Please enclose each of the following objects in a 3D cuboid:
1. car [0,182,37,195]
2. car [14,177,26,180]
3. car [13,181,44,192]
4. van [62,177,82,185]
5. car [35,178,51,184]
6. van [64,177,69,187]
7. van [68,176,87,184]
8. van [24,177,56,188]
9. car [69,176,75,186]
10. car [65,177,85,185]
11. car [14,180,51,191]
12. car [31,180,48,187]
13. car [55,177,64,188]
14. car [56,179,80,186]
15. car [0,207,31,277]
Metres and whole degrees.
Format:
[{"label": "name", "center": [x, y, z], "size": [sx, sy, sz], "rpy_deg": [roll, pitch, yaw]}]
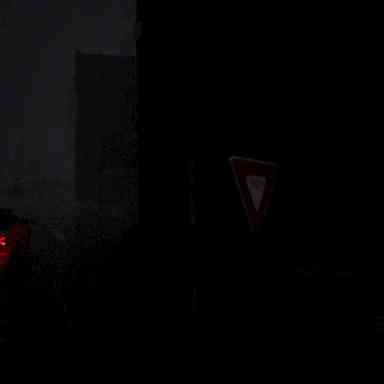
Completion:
[{"label": "car", "center": [-26.385, -0.332, 50.110], "size": [4.892, 1.521, 2.231], "rpy_deg": [-1, 4, -25]}, {"label": "car", "center": [-36.644, -2.158, 72.004], "size": [2.150, 2.045, 5.566], "rpy_deg": [0, 4, -5]}, {"label": "car", "center": [-26.648, -0.501, 53.136], "size": [4.674, 1.452, 2.002], "rpy_deg": [-1, 5, -25]}, {"label": "van", "center": [-29.002, -2.640, 80.409], "size": [4.442, 1.987, 1.878], "rpy_deg": [-1, 4, -25]}, {"label": "car", "center": [-37.769, -2.820, 84.479], "size": [2.128, 1.511, 4.902], "rpy_deg": [0, 4, -5]}, {"label": "van", "center": [-28.116, -1.804, 68.197], "size": [4.442, 1.987, 1.878], "rpy_deg": [-1, 5, -25]}, {"label": "van", "center": [-29.756, -3.051, 86.355], "size": [4.442, 1.987, 1.878], "rpy_deg": [-1, 5, -25]}, {"label": "van", "center": [-27.088, -1.184, 59.224], "size": [4.442, 1.987, 1.878], "rpy_deg": [-1, 4, -25]}, {"label": "car", "center": [-28.535, -2.248, 74.317], "size": [5.566, 2.045, 2.435], "rpy_deg": [-1, 4, -25]}, {"label": "car", "center": [-29.410, -2.745, 83.379], "size": [4.553, 1.767, 2.185], "rpy_deg": [-1, 4, -25]}, {"label": "car", "center": [-27.090, -0.749, 56.080], "size": [5.366, 1.575, 1.946], "rpy_deg": [-1, 5, -25]}, {"label": "car", "center": [-33.479, -1.901, 73.116], "size": [1.812, 1.442, 4.674], "rpy_deg": [0, 4, -5]}, {"label": "car", "center": [-27.489, -1.415, 62.179], "size": [5.566, 2.045, 2.435], "rpy_deg": [-1, 5, -25]}, {"label": "car", "center": [-28.840, -2.203, 77.343], "size": [4.892, 1.521, 2.231], "rpy_deg": [-1, 4, -25]}, {"label": "car", "center": [-5.937, 1.203, 9.510], "size": [2.097, 1.767, 4.553], "rpy_deg": [0, 1, -21]}]
